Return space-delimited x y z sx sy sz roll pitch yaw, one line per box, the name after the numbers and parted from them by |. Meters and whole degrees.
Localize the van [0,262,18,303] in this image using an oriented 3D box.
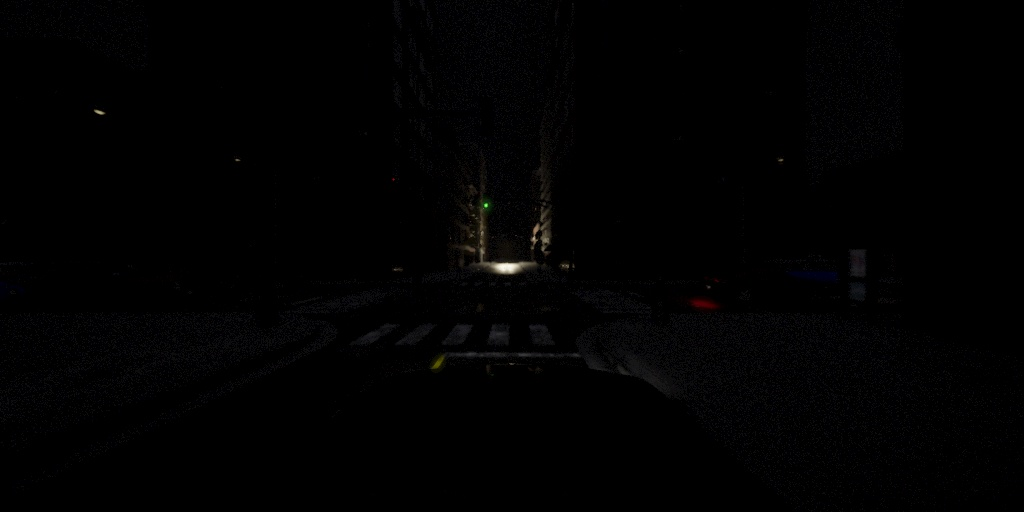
-20.263 1.103 13.677 3.998 1.789 1.690 0 0 0 | van

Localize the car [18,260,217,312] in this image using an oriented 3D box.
-14.751 1.081 13.667 5.009 1.841 2.192 0 0 0 | car

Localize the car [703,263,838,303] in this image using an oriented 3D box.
11.395 1.250 16.252 5.008 1.535 1.882 0 0 0 | car

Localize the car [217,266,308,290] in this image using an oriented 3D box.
-14.737 1.302 21.692 4.313 1.339 1.948 0 0 0 | car

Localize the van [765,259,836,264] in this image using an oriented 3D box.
17.227 1.097 21.652 3.998 1.789 1.690 0 0 0 | van
